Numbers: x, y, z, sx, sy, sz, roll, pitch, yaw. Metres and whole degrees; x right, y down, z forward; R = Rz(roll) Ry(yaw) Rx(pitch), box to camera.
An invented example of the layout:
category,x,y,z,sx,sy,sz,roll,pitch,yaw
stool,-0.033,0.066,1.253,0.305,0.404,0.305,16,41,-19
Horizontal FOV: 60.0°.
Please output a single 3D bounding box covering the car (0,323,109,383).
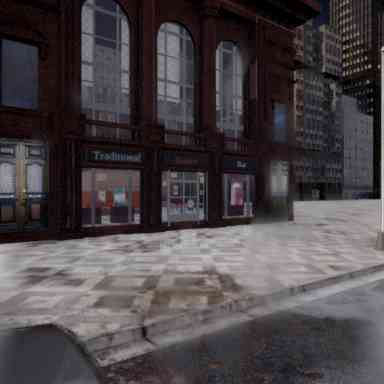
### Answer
category,x,y,z,sx,sy,sz,roll,pitch,yaw
car,-2.927,1.547,1.290,5.357,1.411,2.033,0,0,-36
